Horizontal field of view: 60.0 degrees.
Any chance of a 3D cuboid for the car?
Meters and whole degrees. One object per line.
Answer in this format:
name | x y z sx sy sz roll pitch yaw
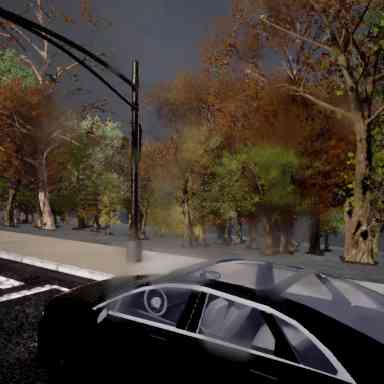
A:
car | 0.259 1.491 3.489 4.902 1.511 2.128 0 0 37
